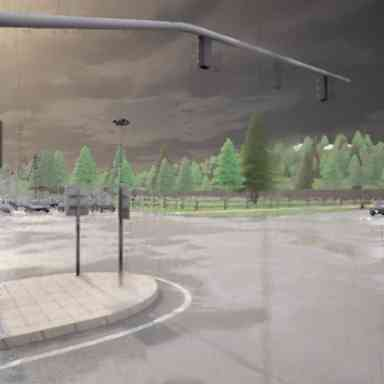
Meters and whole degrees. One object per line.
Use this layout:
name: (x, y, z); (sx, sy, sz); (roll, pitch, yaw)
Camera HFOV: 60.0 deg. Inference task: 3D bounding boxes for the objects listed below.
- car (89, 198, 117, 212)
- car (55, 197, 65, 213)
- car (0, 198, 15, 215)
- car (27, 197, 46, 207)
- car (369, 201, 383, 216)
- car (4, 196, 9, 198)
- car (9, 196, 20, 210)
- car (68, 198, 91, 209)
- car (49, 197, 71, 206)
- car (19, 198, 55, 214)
car: (-10.463, 1.514, 38.949); (1.837, 1.490, 4.892); (0, 0, -36)
car: (-13.654, 1.568, 37.391); (1.994, 1.385, 4.181); (0, 0, -36)
car: (-19.638, 1.595, 33.720); (1.895, 1.301, 4.718); (0, 0, -36)
car: (-24.590, 1.563, 52.596); (1.994, 1.385, 4.181); (0, 0, -36)
car: (18.634, 1.547, 31.345); (4.892, 1.490, 1.837); (0, 0, -35)
car: (-27.750, 1.346, 50.989); (2.097, 1.767, 4.553); (0, 0, -36)
car: (-22.080, 1.522, 43.094); (1.812, 1.442, 4.674); (0, 0, -36)
car: (-15.649, 1.571, 46.154); (1.994, 1.385, 4.181); (0, 0, -35)
car: (-21.762, 1.551, 54.671); (2.033, 1.411, 5.357); (0, 0, -35)
car: (-16.618, 1.547, 35.515); (2.033, 1.411, 5.357); (0, 0, -36)
